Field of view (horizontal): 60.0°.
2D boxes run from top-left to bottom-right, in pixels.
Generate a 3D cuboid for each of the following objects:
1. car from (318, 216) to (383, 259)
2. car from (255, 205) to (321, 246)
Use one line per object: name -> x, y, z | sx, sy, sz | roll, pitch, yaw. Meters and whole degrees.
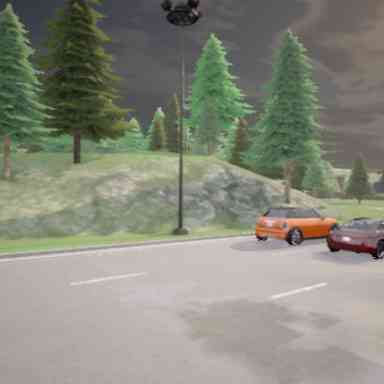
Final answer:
car -> 7.315, 1.714, 13.360 | 4.181, 1.385, 1.994 | 1, 0, -35
car -> 5.240, 1.500, 16.181 | 4.553, 1.767, 2.097 | 1, -1, -35
